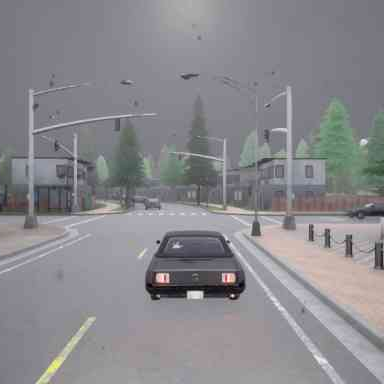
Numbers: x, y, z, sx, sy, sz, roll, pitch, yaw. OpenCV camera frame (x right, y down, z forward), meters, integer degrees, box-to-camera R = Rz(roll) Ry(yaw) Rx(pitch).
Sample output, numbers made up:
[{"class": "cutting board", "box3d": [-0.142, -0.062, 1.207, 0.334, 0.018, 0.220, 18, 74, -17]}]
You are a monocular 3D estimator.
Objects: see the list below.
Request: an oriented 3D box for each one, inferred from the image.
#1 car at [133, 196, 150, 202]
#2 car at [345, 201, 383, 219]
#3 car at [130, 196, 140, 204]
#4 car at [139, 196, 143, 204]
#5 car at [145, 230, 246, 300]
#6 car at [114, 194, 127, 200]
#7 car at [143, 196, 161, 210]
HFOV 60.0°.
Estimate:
[{"class": "car", "box3d": [-10.963, 1.505, 71.921, 1.994, 1.385, 4.181, 0, 0, -36]}, {"class": "car", "box3d": [15.405, 1.510, 28.052, 4.674, 1.442, 1.812, 0, 0, 1]}, {"class": "car", "box3d": [-10.484, 1.471, 63.353, 1.837, 1.490, 4.892, 0, 0, -24]}, {"class": "car", "box3d": [-6.638, 1.513, 52.715, 2.033, 1.411, 5.357, 0, 0, -15]}, {"class": "car", "box3d": [0.033, 1.601, 8.325, 1.895, 1.301, 4.718, 0, 0, -1]}, {"class": "car", "box3d": [-16.966, 1.322, 79.982, 4.674, 1.442, 1.812, 0, 0, 45]}, {"class": "car", "box3d": [-4.946, 1.491, 42.447, 1.812, 1.442, 4.674, 0, 0, -6]}]
